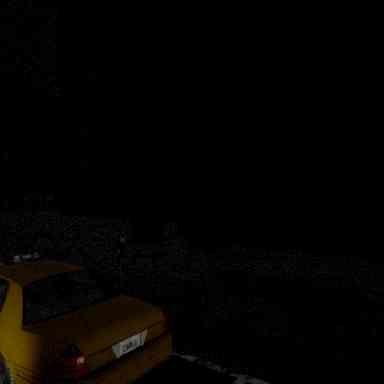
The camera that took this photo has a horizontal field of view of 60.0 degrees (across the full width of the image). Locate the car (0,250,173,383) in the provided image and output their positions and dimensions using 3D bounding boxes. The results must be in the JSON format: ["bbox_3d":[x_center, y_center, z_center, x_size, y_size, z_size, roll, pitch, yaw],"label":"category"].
[{"bbox_3d":[-2.511,1.525,4.751,4.829,1.417,1.752,0,0,36],"label":"car"}]
